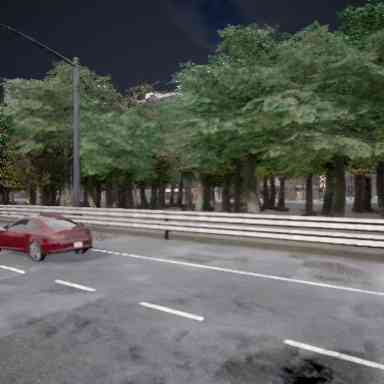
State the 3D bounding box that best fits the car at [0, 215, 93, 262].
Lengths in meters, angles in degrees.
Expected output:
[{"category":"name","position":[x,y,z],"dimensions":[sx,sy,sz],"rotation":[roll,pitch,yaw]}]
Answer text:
[{"category":"car","position":[-5.566,1.554,12.140],"dimensions":[4.674,1.442,1.812],"rotation":[0,0,36]}]
